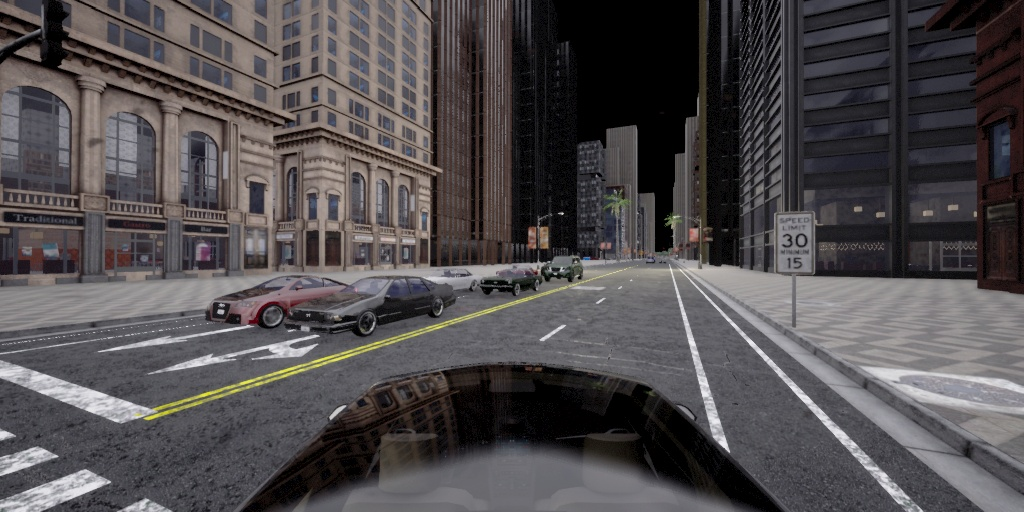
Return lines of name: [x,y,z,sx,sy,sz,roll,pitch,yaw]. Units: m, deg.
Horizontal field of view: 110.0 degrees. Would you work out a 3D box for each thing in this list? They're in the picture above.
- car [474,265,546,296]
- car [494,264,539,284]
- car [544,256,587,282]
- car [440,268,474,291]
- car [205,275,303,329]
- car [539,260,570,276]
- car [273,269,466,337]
car: [0.074,1.358,19.554,1.895,1.301,4.718,0,0,24]
car: [0.449,1.364,28.594,1.895,1.301,4.718,0,0,24]
car: [4.330,0.987,29.367,2.150,2.045,5.566,0,0,23]
car: [-3.512,1.357,19.454,1.895,1.301,4.718,0,0,23]
car: [-6.990,1.316,11.413,1.994,1.385,4.181,0,0,24]
car: [4.541,1.251,37.944,1.882,1.535,5.008,0,0,24]
car: [-3.738,1.299,10.755,2.033,1.411,5.357,0,0,23]
